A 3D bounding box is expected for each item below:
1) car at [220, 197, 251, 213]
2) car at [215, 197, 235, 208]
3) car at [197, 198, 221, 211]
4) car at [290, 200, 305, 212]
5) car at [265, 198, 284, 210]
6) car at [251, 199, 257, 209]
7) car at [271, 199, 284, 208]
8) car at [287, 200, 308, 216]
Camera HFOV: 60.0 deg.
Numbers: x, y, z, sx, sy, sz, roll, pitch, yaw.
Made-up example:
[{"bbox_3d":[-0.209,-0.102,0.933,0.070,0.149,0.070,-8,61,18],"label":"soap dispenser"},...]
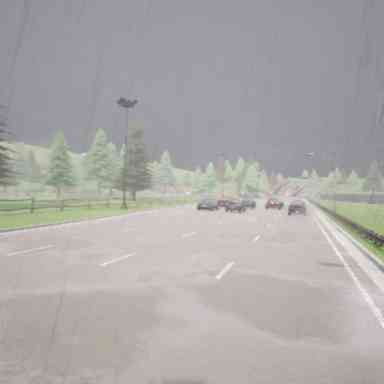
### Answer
[{"bbox_3d":[5.248,1.613,39.682,2.128,1.511,4.902,2,0,18],"label":"car"},{"bbox_3d":[5.108,1.584,50.761,1.882,1.535,5.008,2,0,18],"label":"car"},{"bbox_3d":[2.013,1.586,41.029,1.994,1.385,4.181,2,0,18],"label":"car"},{"bbox_3d":[15.109,1.921,47.547,1.837,1.490,4.892,2,0,18],"label":"car"},{"bbox_3d":[12.178,1.676,49.556,2.097,1.767,4.553,2,0,18],"label":"car"},{"bbox_3d":[8.509,1.704,49.898,2.128,1.511,4.902,2,0,18],"label":"car"},{"bbox_3d":[15.128,1.931,58.673,1.812,1.442,4.674,2,0,18],"label":"car"},{"bbox_3d":[11.653,1.826,36.769,1.837,1.490,4.892,2,0,18],"label":"car"}]
